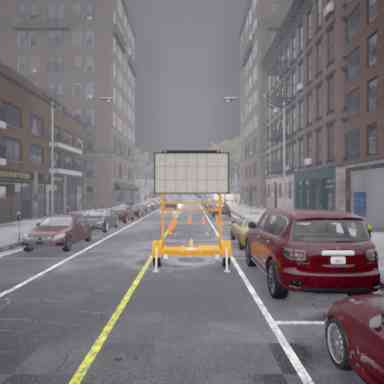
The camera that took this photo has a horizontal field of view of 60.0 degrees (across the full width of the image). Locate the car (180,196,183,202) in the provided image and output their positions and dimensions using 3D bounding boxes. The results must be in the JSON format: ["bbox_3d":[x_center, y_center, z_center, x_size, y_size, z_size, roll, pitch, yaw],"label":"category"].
[{"bbox_3d":[-2.832,1.500,63.729,2.128,1.511,4.902,0,0,0],"label":"car"}]

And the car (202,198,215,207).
[{"bbox_3d":[2.570,1.579,52.513,1.802,1.307,4.206,0,0,0],"label":"car"}]

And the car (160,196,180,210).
[{"bbox_3d":[-2.902,1.470,43.018,1.882,1.535,5.008,0,0,0],"label":"car"}]

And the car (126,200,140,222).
[{"bbox_3d":[-5.419,1.537,24.907,1.887,1.381,4.507,0,0,0],"label":"car"}]

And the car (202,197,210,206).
[{"bbox_3d":[2.584,1.517,41.647,1.752,1.417,4.829,0,0,0],"label":"car"}]

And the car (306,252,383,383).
[{"bbox_3d":[2.634,1.581,2.849,1.802,1.307,4.206,0,0,0],"label":"car"}]

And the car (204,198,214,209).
[{"bbox_3d":[2.591,1.572,35.958,1.802,1.307,4.206,0,0,0],"label":"car"}]

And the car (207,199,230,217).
[{"bbox_3d":[2.599,1.573,30.440,1.802,1.307,4.206,0,0,0],"label":"car"}]

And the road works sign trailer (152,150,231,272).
[{"bbox_3d":[-0.014,0.461,10.731,2.380,3.560,2.880,0,0,0],"label":"road works sign trailer"}]

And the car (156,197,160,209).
[{"bbox_3d":[-5.441,1.432,41.463,1.967,1.590,4.097,0,0,0],"label":"car"}]

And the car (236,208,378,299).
[{"bbox_3d":[2.627,1.312,8.367,2.192,1.841,5.009,0,0,0],"label":"car"}]

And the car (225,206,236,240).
[{"bbox_3d":[2.616,1.521,14.053,1.752,1.417,4.829,0,0,0],"label":"car"}]

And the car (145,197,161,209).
[{"bbox_3d":[-5.448,1.519,46.812,1.752,1.417,4.829,0,0,0],"label":"car"}]

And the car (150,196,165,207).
[{"bbox_3d":[-5.456,1.437,52.501,1.967,1.590,4.097,0,0,0],"label":"car"}]

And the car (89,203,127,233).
[{"bbox_3d":[-5.412,1.544,19.388,2.008,1.369,4.403,0,0,0],"label":"car"}]

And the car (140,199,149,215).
[{"bbox_3d":[-5.426,1.557,30.426,1.947,1.339,4.313,0,0,0],"label":"car"}]

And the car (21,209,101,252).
[{"bbox_3d":[-5.405,1.577,13.869,1.802,1.307,4.206,0,0,0],"label":"car"}]

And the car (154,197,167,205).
[{"bbox_3d":[-5.463,1.581,58.020,1.802,1.307,4.206,0,0,0],"label":"car"}]

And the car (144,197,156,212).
[{"bbox_3d":[-5.434,1.541,35.944,2.008,1.369,4.403,0,0,0],"label":"car"}]

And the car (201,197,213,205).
[{"bbox_3d":[2.563,1.565,58.031,1.947,1.339,4.313,0,0,0],"label":"car"}]
